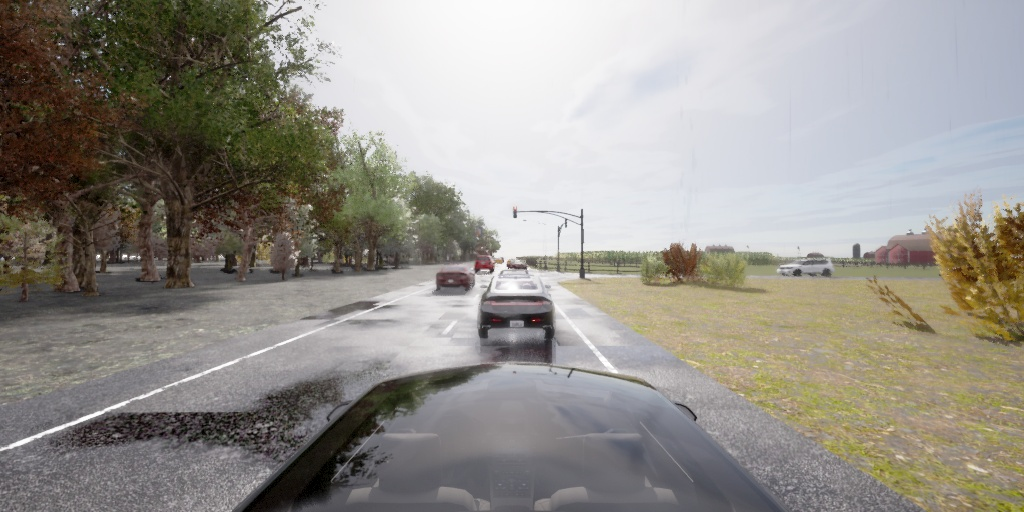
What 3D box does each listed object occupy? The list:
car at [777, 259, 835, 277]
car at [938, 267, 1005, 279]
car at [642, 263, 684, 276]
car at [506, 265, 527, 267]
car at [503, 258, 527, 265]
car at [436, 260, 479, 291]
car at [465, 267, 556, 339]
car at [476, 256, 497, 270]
[{"bbox_3d":[34.053,1.393,41.583,5.566,2.045,2.150,0,-1,0],"label":"car"},{"bbox_3d":[48.625,1.825,37.888,5.357,1.411,2.033,1,-1,1],"label":"car"},{"bbox_3d":[17.699,1.506,41.700,4.892,1.490,1.837,1,-1,1],"label":"car"},{"bbox_3d":[0.119,1.355,19.235,1.895,1.301,4.718,0,0,0],"label":"car"},{"bbox_3d":[0.583,1.356,51.160,1.895,1.301,4.718,0,0,-16],"label":"car"},{"bbox_3d":[-3.375,1.232,22.095,1.882,1.535,5.008,0,0,0],"label":"car"},{"bbox_3d":[0.110,1.244,10.113,2.128,1.511,4.902,0,0,0],"label":"car"},{"bbox_3d":[-3.358,0.979,44.479,2.150,2.045,5.566,0,0,0],"label":"car"}]
